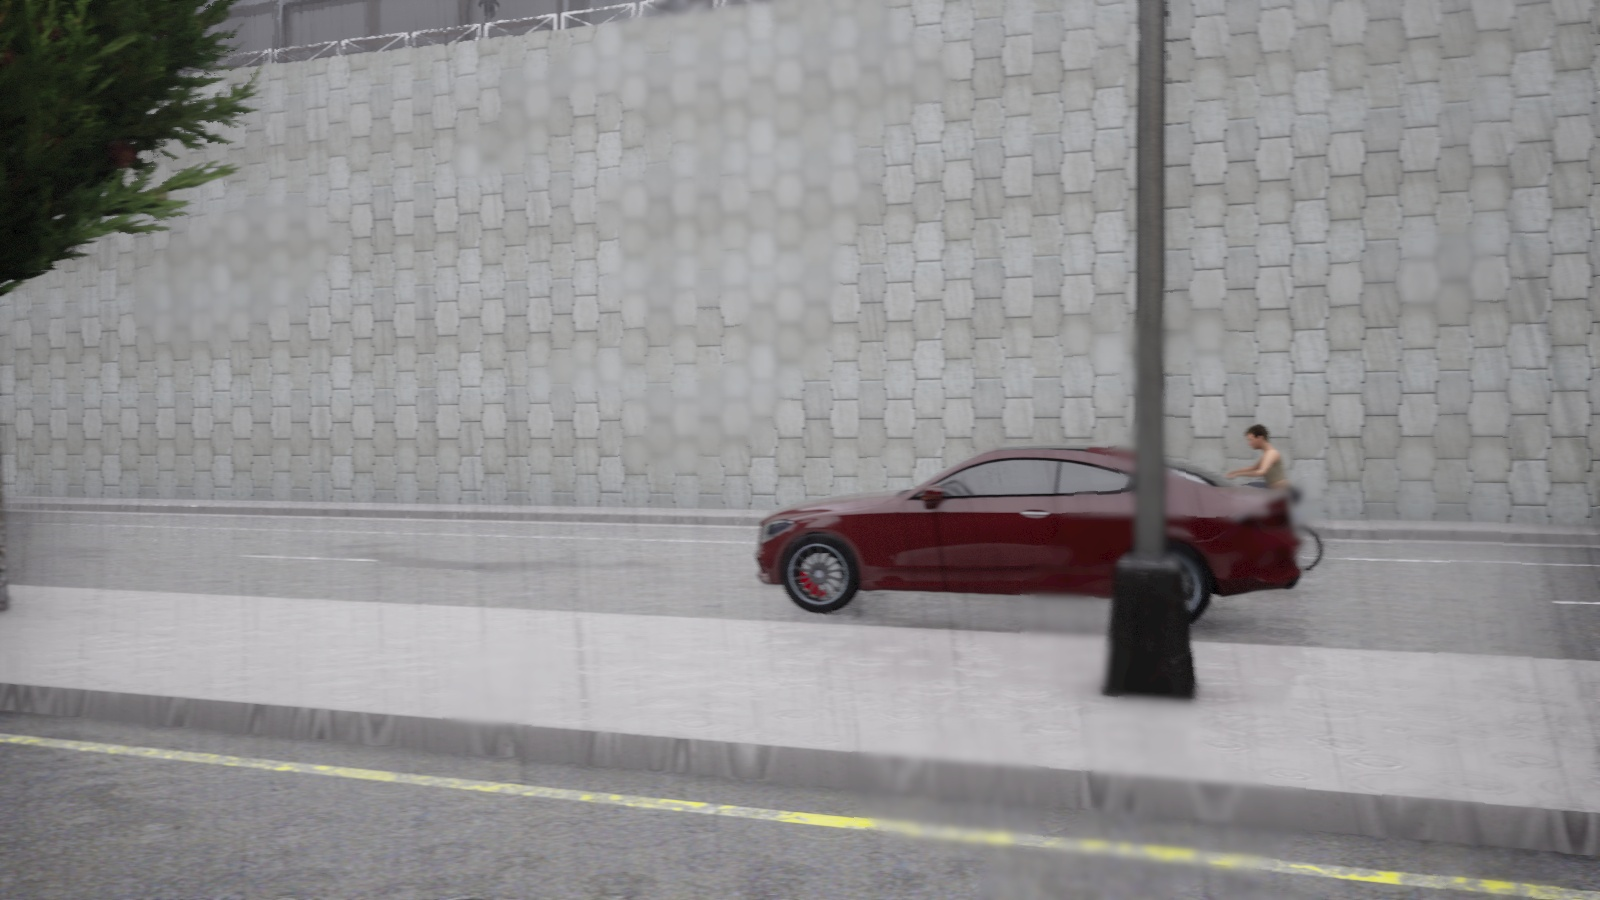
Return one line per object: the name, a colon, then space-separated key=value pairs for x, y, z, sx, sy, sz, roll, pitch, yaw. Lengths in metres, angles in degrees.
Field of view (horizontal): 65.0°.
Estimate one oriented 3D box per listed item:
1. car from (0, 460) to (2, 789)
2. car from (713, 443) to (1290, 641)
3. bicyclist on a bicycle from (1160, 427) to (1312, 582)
car: x=-5.562 y=0.623 z=5.067 sx=3.988 sy=1.617 sz=1.851 roll=1 pitch=1 yaw=19
car: x=1.751 y=0.682 z=11.045 sx=4.674 sy=1.442 sz=1.812 roll=1 pitch=1 yaw=19
bicyclist on a bicycle: x=4.748 y=0.561 z=13.720 sx=1.509 sy=1.612 sz=0.866 roll=1 pitch=1 yaw=19
